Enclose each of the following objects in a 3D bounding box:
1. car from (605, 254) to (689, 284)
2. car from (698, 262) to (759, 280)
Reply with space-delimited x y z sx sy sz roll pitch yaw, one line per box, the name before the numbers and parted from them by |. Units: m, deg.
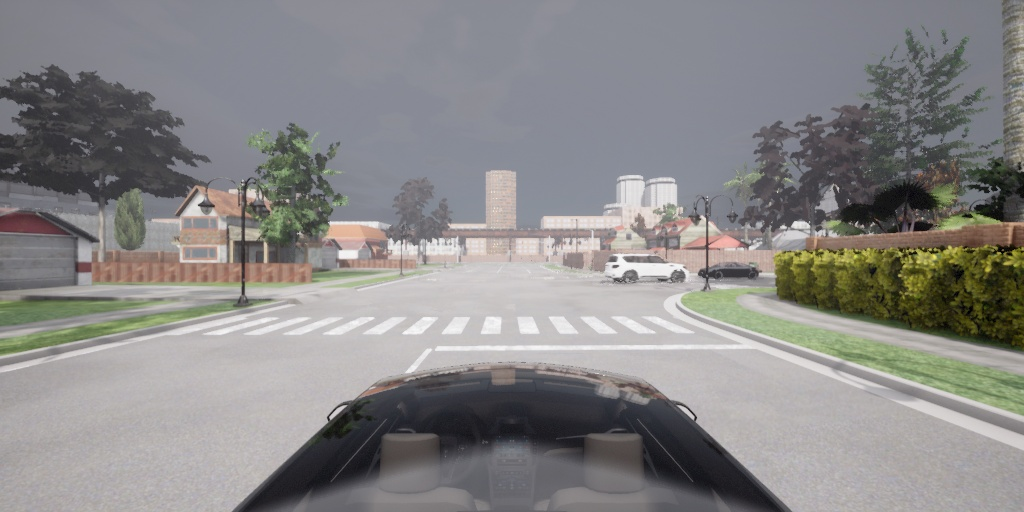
car | 9.342 0.870 25.032 5.566 2.045 2.150 0 -1 -4
car | 17.148 1.158 28.544 4.181 1.385 1.994 0 0 0
